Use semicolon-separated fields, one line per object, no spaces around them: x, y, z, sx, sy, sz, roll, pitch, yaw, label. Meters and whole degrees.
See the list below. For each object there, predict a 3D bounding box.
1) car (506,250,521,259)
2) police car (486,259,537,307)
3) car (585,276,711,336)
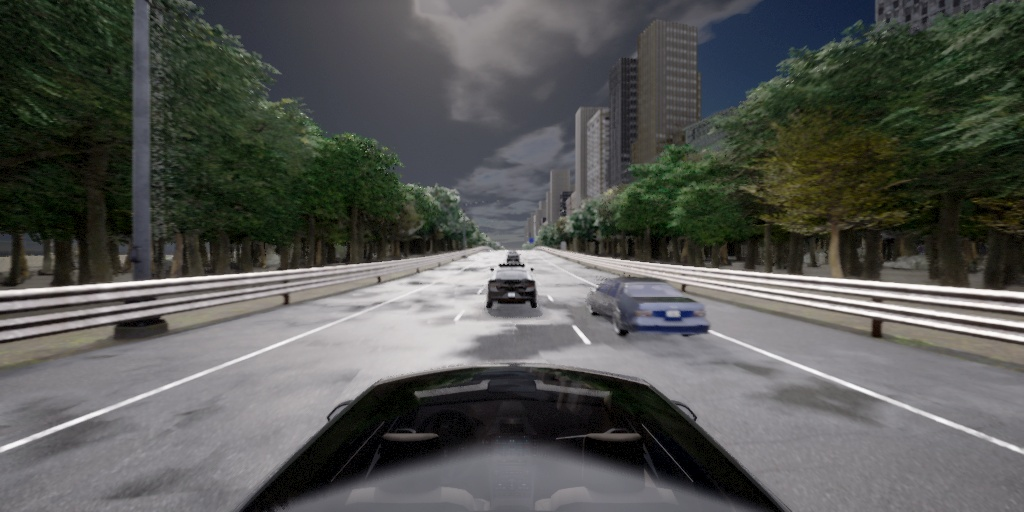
0.160;0.205;51.184;1.837;1.490;4.892;0;2;0;car
-0.008;1.130;15.266;1.930;1.638;5.238;0;1;0;police car
3.507;1.293;10.324;2.033;1.411;5.357;0;0;0;car
